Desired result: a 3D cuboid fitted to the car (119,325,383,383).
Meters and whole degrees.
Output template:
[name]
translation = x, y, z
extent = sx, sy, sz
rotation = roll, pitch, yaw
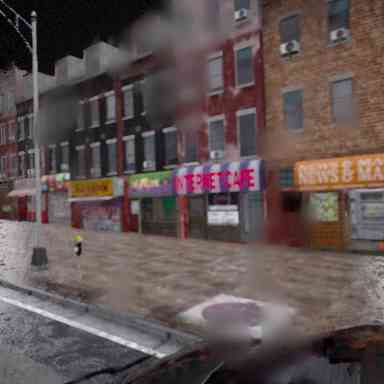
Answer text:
[car]
translation = 1.271, 1.566, 1.933
extent = 4.313, 1.339, 1.947
rotation = -1, -2, 36
